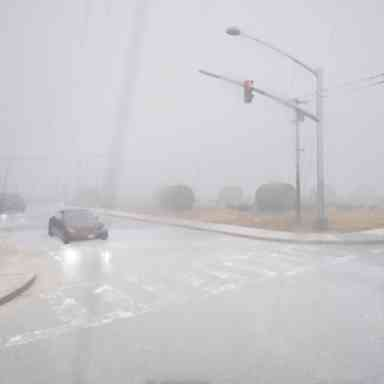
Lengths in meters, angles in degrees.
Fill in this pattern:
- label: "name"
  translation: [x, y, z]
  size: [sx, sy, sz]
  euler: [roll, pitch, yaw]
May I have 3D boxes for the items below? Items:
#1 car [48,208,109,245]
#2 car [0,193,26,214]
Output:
- label: "car"
  translation: [-5.490, 1.525, 15.672]
  size: [1.812, 1.442, 4.674]
  euler: [-1, 2, -35]
- label: "car"
  translation: [-19.542, 1.160, 35.985]
  size: [2.150, 2.045, 5.566]
  euler: [-1, 2, -35]
